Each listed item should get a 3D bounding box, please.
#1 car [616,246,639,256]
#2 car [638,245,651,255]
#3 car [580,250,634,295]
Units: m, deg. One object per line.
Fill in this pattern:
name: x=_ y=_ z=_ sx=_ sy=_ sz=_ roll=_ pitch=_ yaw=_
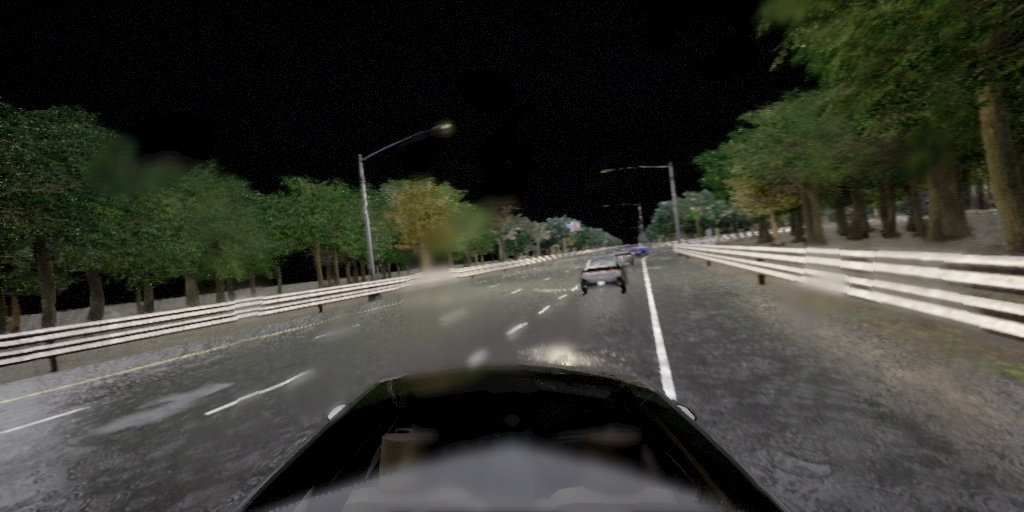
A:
car: x=10.328 y=0.146 z=33.310 sx=2.128 sy=1.511 sz=4.902 roll=-7 pitch=0 yaw=20
car: x=19.627 y=-0.863 z=54.270 sx=1.882 sy=1.535 sz=5.008 roll=-7 pitch=0 yaw=31
car: x=4.288 y=0.785 z=16.364 sx=2.128 sy=1.511 sz=4.902 roll=-6 pitch=0 yaw=20
